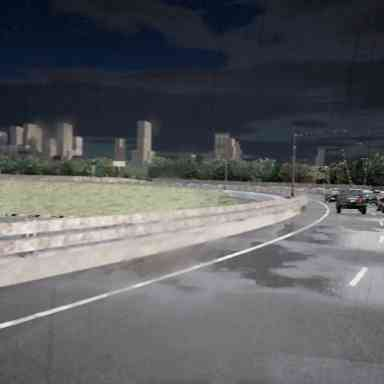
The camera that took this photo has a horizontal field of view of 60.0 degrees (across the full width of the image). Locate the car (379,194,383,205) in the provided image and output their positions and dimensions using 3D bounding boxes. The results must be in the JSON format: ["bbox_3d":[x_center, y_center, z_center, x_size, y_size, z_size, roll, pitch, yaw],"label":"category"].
[{"bbox_3d":[25.562,1.044,42.198,1.994,1.385,4.181,2,2,12],"label":"car"}]

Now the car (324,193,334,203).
[{"bbox_3d":[18.763,0.819,43.884,1.895,1.301,4.718,2,2,12],"label":"car"}]

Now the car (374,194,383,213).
[{"bbox_3d":[17.838,1.149,29.751,1.812,1.442,4.674,2,2,22],"label":"car"}]

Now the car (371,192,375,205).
[{"bbox_3d":[21.888,0.727,41.883,2.097,1.767,4.553,2,2,15],"label":"car"}]

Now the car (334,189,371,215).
[{"bbox_3d":[13.657,0.749,28.604,2.150,2.045,5.566,3,2,23],"label":"car"}]
